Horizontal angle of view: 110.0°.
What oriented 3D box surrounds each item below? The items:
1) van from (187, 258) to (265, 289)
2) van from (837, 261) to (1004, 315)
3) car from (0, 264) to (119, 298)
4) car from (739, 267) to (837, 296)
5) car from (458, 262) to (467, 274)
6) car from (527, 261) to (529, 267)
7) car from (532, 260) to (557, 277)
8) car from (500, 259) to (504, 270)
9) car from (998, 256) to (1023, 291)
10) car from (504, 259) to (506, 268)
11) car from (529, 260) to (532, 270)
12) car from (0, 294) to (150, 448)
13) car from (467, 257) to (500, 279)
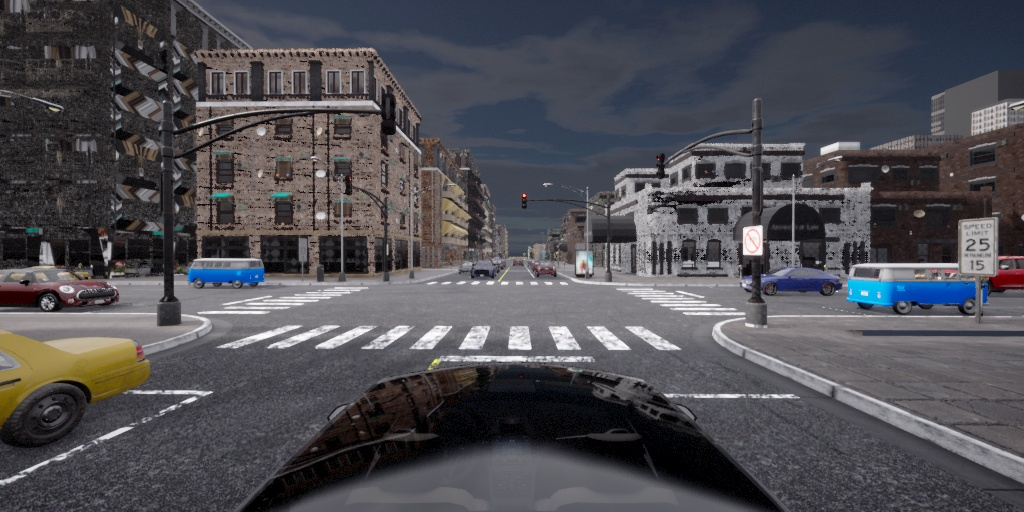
[{"bbox_3d":[-17.426,1.030,21.903,3.998,1.789,1.690,0,0,1],"label":"van"},{"bbox_3d":[14.851,1.156,13.208,3.998,1.789,1.690,0,0,1],"label":"van"},{"bbox_3d":[-17.526,1.190,13.523,4.097,1.591,1.967,0,0,1],"label":"car"},{"bbox_3d":[14.691,1.298,18.993,4.674,1.442,1.812,0,0,2],"label":"car"},{"bbox_3d":[-5.023,1.311,40.939,2.007,1.370,4.403,0,0,1],"label":"car"},{"bbox_3d":[3.552,1.321,52.199,2.007,1.370,4.403,0,0,1],"label":"car"},{"bbox_3d":[3.259,1.195,35.111,1.967,1.591,4.097,0,0,1],"label":"car"},{"bbox_3d":[-2.393,1.254,43.054,2.128,1.511,4.902,0,0,1],"label":"car"},{"bbox_3d":[25.248,1.020,18.893,5.566,2.045,2.150,0,0,0],"label":"car"},{"bbox_3d":[-2.217,1.297,53.014,1.812,1.442,4.674,0,0,1],"label":"car"},{"bbox_3d":[3.454,1.347,46.503,1.802,1.307,4.207,0,0,1],"label":"car"},{"bbox_3d":[-5.680,1.275,2.623,1.751,1.417,4.829,0,0,1],"label":"car"},{"bbox_3d":[-2.564,1.106,33.134,2.097,1.767,4.553,0,0,1],"label":"car"}]
